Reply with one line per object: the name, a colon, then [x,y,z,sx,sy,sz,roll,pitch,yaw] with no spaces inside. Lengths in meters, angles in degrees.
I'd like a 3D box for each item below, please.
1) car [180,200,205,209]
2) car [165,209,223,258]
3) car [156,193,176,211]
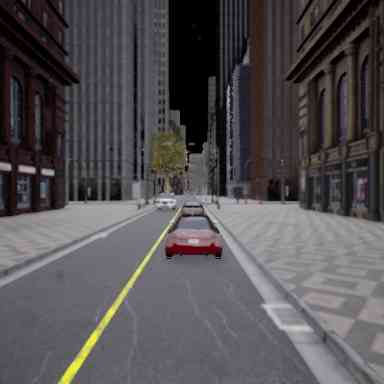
car: [0.063,1.442,27.530,2.128,1.511,4.902,0,0,0]
car: [0.068,1.540,12.613,1.994,1.385,4.181,0,0,0]
car: [-3.069,1.158,40.353,2.150,2.045,5.566,0,0,1]
